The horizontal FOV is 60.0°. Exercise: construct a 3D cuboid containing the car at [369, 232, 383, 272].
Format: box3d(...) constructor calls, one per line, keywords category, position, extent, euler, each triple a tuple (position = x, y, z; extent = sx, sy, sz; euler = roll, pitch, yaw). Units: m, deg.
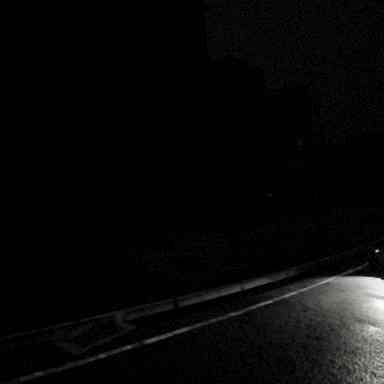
box3d(category="car", position=(7.035, 1.702, 10.243), extent=(1.994, 1.385, 4.181), euler=(-2, -2, 45))
